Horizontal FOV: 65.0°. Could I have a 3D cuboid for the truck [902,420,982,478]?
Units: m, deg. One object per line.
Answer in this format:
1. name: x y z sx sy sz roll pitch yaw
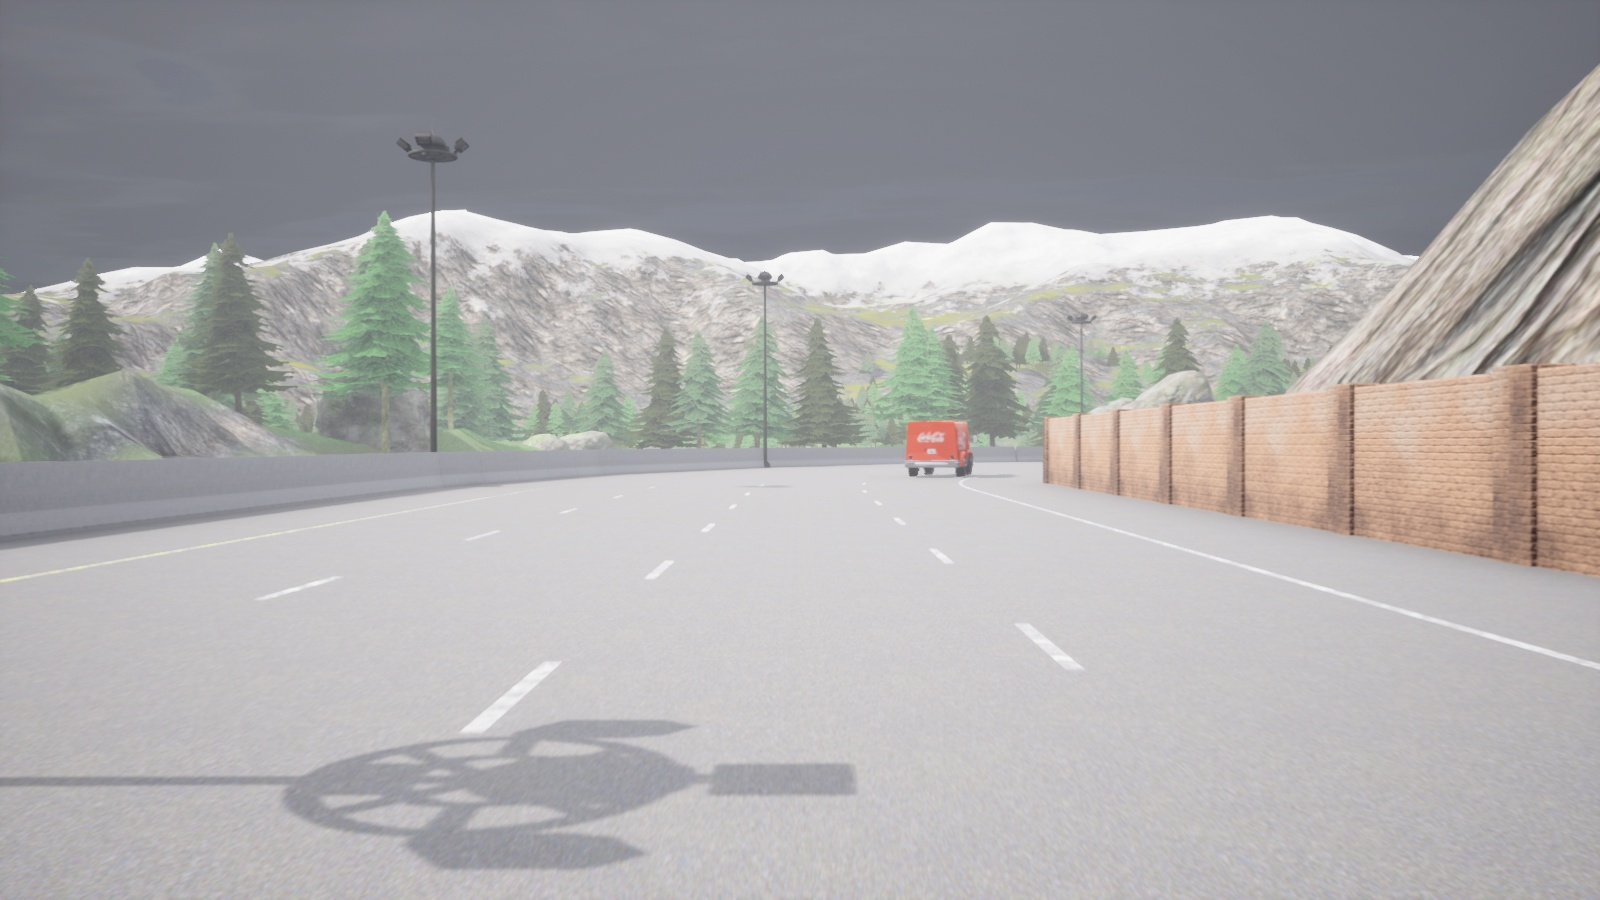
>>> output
1. truck: 6.502 -0.056 56.913 2.627 2.467 5.204 0 0 17
